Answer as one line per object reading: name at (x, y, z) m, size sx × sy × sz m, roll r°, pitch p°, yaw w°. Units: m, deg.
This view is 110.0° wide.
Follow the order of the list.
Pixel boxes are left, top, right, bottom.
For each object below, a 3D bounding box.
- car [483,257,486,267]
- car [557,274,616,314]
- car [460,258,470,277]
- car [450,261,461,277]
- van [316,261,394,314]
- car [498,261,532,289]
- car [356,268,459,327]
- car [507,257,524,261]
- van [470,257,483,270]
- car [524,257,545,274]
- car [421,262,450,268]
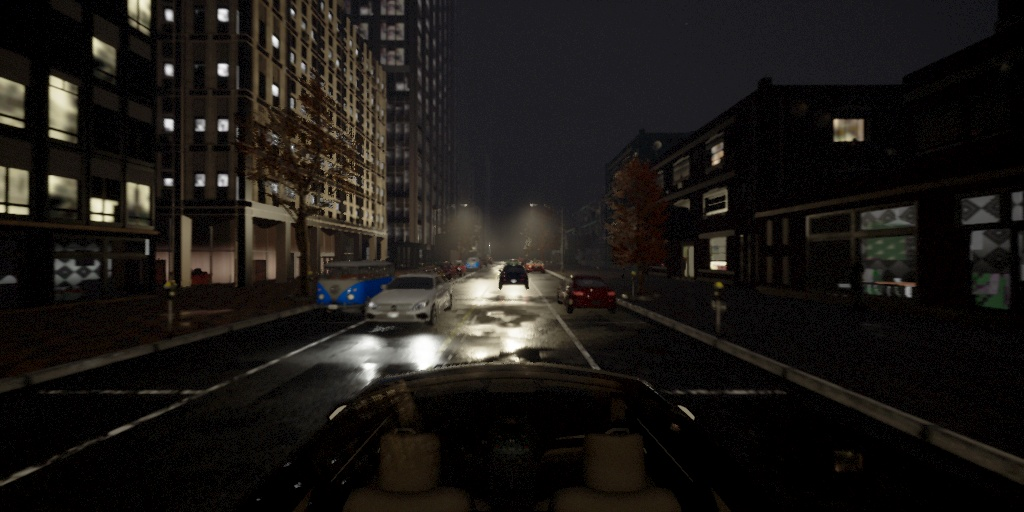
car at (-5.685, 1.335, 57.776) m, size 1.888 × 1.381 × 4.507 m, roll 0°, pitch 0°, yaw 0°
car at (2.692, 1.336, 13.478) m, size 1.802 × 1.307 × 4.207 m, roll 0°, pitch 0°, yaw 0°
car at (-5.686, 1.209, 35.629) m, size 1.967 × 1.591 × 4.097 m, roll 0°, pitch 0°, yaw 0°
car at (-5.687, 1.347, 30.091) m, size 1.802 × 1.307 × 4.207 m, roll 0°, pitch 0°, yaw 0°
van at (-5.689, 1.095, 13.481) m, size 1.690 × 1.789 × 3.998 m, roll 0°, pitch 0°, yaw 0°
car at (0.102, 1.285, 23.240) m, size 1.812 × 1.442 × 4.674 m, roll 0°, pitch 0°, yaw 0°
car at (-3.092, 1.279, 11.702) m, size 1.812 × 1.442 × 4.674 m, roll 0°, pitch 0°, yaw 0°
car at (0.105, 1.128, 44.072) m, size 2.097 × 1.767 × 4.553 m, roll 0°, pitch 0°, yaw 0°
van at (-5.685, 1.124, 52.239) m, size 1.690 × 1.789 × 3.998 m, roll 0°, pitch 0°, yaw 0°
car at (2.695, 1.213, 41.163) m, size 1.967 × 1.591 × 4.097 m, roll 0°, pitch 0°, yaw 0°
car at (-5.687, 1.286, 24.385) m, size 1.751 × 1.417 × 4.829 m, roll 0°, pitch 0°, yaw 0°
